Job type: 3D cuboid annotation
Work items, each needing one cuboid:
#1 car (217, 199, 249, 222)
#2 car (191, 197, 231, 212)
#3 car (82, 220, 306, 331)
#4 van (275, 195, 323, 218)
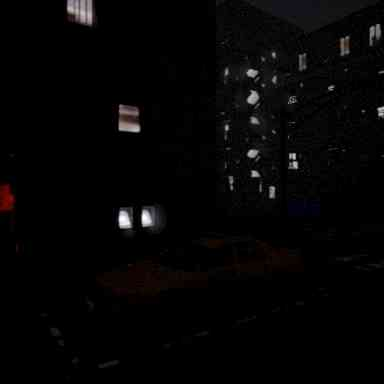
[{"bbox_3d":[2.019,1.376,22.787,1.967,1.590,4.097,-1,1,-36],"label":"car"},{"bbox_3d":[2.064,1.348,36.996,1.752,1.417,4.829,-1,0,-36],"label":"car"},{"bbox_3d":[0.309,1.507,6.789,4.829,1.417,1.752,0,0,-36],"label":"car"},{"bbox_3d":[8.813,1.179,27.692,1.690,1.788,3.998,-1,1,-36],"label":"van"}]
